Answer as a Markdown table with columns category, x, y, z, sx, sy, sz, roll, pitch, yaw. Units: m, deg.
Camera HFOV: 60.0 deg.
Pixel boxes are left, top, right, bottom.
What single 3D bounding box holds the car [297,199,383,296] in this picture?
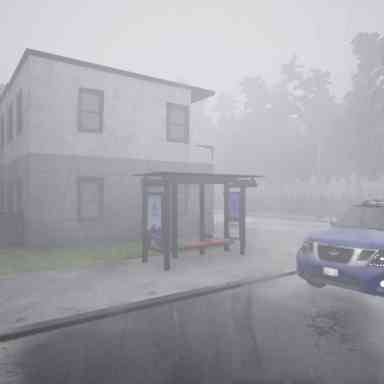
| category | x | y | z | sx | sy | sz | roll | pitch | yaw |
| --- | --- | --- | --- | --- | --- | --- | --- | --- | --- |
| car | 4.988 | 1.221 | 8.196 | 5.566 | 2.045 | 2.150 | 0 | 0 | -36 |
